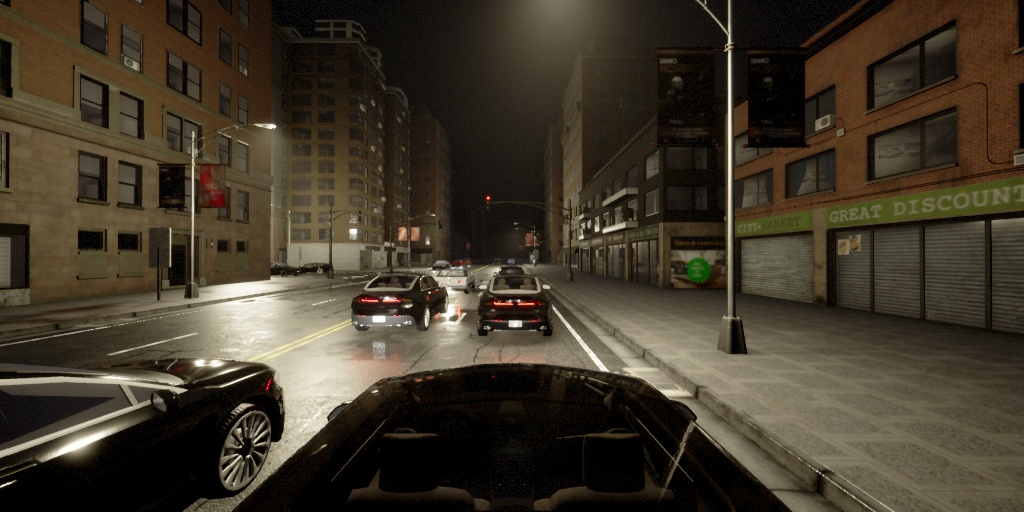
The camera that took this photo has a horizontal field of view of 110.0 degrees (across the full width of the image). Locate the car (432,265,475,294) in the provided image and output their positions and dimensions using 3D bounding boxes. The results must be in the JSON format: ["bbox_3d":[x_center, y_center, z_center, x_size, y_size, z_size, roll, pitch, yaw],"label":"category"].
[{"bbox_3d":[-3.190,1.354,20.275,1.895,1.301,4.718,0,0,0],"label":"car"}]

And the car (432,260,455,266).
[{"bbox_3d":[-9.952,1.316,50.933,2.033,1.411,5.357,0,0,0],"label":"car"}]

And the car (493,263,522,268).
[{"bbox_3d":[-0.036,1.278,19.628,1.812,1.442,4.674,0,0,0],"label":"car"}]

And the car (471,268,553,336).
[{"bbox_3d":[0.081,1.256,10.372,1.837,1.490,4.892,0,0,0],"label":"car"}]

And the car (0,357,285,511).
[{"bbox_3d":[-3.153,1.242,1.574,2.128,1.511,4.902,0,0,0],"label":"car"}]

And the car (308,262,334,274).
[{"bbox_3d":[-22.230,1.347,40.036,4.313,1.339,1.948,0,0,0],"label":"car"}]

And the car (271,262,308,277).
[{"bbox_3d":[-22.612,1.316,34.555,4.181,1.385,1.994,0,0,0],"label":"car"}]

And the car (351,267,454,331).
[{"bbox_3d":[-3.171,1.256,10.962,1.837,1.490,4.892,0,0,0],"label":"car"}]
